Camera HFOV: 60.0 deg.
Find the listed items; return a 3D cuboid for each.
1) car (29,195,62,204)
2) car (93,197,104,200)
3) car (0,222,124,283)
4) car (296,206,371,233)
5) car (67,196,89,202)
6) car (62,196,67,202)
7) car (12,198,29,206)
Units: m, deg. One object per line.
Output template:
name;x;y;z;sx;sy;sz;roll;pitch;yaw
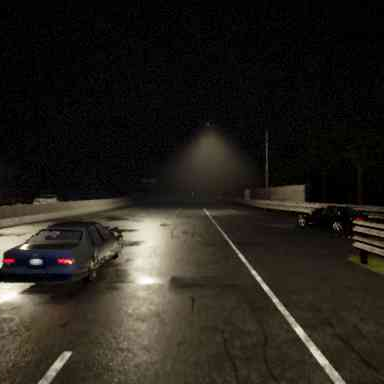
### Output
car;-24.539;1.469;55.876;2.150;2.045;5.566;0;0;1
car;-24.600;1.989;87.476;1.895;1.301;4.718;0;0;0
car;-3.401;1.580;9.766;2.033;1.411;5.357;0;0;0
car;8.665;1.640;20.862;1.837;1.490;4.892;1;0;-23
car;-24.536;1.802;71.733;1.882;1.535;5.008;0;0;0
car;-28.035;1.678;71.451;2.097;1.767;4.553;0;0;0
car;-28.039;1.752;55.598;1.837;1.490;4.892;0;0;1
